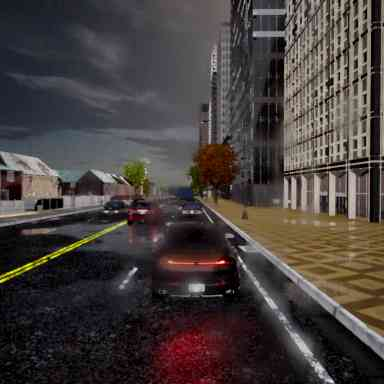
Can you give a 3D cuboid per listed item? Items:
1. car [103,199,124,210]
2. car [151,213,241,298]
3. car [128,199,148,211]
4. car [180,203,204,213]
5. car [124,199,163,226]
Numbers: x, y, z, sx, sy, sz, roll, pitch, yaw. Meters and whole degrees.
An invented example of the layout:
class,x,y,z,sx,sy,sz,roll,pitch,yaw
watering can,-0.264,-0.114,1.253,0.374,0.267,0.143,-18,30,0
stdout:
class,x,y,z,sx,sy,sz,roll,pitch,yaw
car,-9.928,1.599,43.053,2.033,1.411,5.357,0,0,0
car,0.070,1.506,8.494,1.837,1.490,4.892,0,0,0
car,-6.686,1.574,41.667,1.812,1.442,4.674,0,0,0
car,-0.006,1.568,27.071,2.033,1.411,5.357,0,0,0
car,-3.243,1.368,23.863,2.097,1.767,4.553,0,0,0
